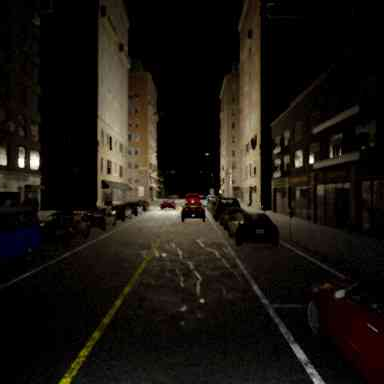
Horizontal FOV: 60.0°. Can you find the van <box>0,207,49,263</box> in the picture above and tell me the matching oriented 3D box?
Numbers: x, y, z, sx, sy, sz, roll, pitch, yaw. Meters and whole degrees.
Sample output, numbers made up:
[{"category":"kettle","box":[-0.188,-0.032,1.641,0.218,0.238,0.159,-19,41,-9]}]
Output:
[{"category":"van","box":[-5.849,1.345,9.416,1.690,1.788,3.998,1,0,0]}]

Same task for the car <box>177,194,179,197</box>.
[{"category":"car","box":[-5.464,1.593,92.422,1.947,1.339,4.313,1,0,1]}]

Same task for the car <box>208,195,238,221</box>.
[{"category":"car","box":[2.677,1.327,26.431,2.192,1.841,5.009,1,0,0]}]

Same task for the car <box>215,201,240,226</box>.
[{"category":"car","box":[2.675,1.535,20.927,1.752,1.417,4.829,1,0,0]}]

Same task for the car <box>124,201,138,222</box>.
[{"category":"car","box":[-5.850,1.578,26.435,1.947,1.339,4.313,1,0,0]}]

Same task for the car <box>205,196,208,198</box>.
[{"category":"car","box":[2.676,1.541,37.947,1.752,1.417,4.829,1,0,0]}]

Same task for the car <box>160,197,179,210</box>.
[{"category":"car","box":[-3.018,1.618,42.705,1.895,1.301,4.718,0,0,0]}]

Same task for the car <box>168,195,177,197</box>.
[{"category":"car","box":[-5.534,1.609,86.893,1.802,1.307,4.206,1,0,1]}]

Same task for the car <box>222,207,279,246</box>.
[{"category":"car","box":[2.675,1.573,15.083,1.947,1.339,4.313,1,0,0]}]

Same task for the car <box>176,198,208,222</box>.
[{"category":"car","box":[0.100,1.502,26.670,2.128,1.511,4.902,0,0,0]}]

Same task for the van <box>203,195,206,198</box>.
[{"category":"van","box":[2.678,1.358,43.451,1.690,1.788,3.998,1,0,0]}]

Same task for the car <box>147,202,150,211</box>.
[{"category":"car","box":[-5.850,1.560,37.780,1.887,1.381,4.507,1,0,0]}]

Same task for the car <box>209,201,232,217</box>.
[{"category":"car","box":[2.675,1.596,32.104,1.802,1.307,4.206,1,0,0]}]

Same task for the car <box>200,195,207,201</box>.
[{"category":"car","box":[2.991,1.591,86.788,1.947,1.339,4.313,1,0,1]}]

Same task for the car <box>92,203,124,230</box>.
[{"category":"car","box":[-5.850,1.560,20.761,2.008,1.369,4.403,1,0,0]}]

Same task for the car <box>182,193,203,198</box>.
[{"category":"car","box":[0.100,1.239,44.155,2.150,2.045,5.566,0,0,0]}]

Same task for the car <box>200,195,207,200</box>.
[{"category":"car","box":[3.062,1.570,92.318,1.887,1.381,4.507,1,0,1]}]

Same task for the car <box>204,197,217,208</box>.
[{"category":"car","box":[2.676,1.544,49.294,1.752,1.417,4.829,1,0,0]}]

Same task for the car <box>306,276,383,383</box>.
[{"category":"car","box":[2.675,1.584,3.736,1.802,1.307,4.206,1,0,0]}]

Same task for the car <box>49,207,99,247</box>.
[{"category":"car","box":[-5.851,1.589,15.088,1.802,1.307,4.206,1,0,0]}]

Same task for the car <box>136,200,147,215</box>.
[{"category":"car","box":[-5.850,1.580,32.108,1.947,1.339,4.313,1,0,0]}]
